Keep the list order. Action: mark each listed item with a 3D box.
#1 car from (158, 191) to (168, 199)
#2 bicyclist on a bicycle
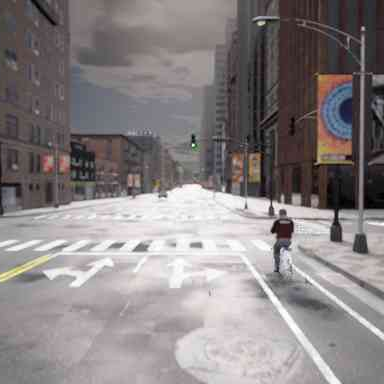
[{"bbox_3d":[-5.966,0.613,69.048,1.837,1.490,4.892,0,0,0],"label":"car"},{"bbox_3d":[2.315,1.301,8.667,0.659,1.776,1.843,0,1,0],"label":"bicyclist on a bicycle"}]
